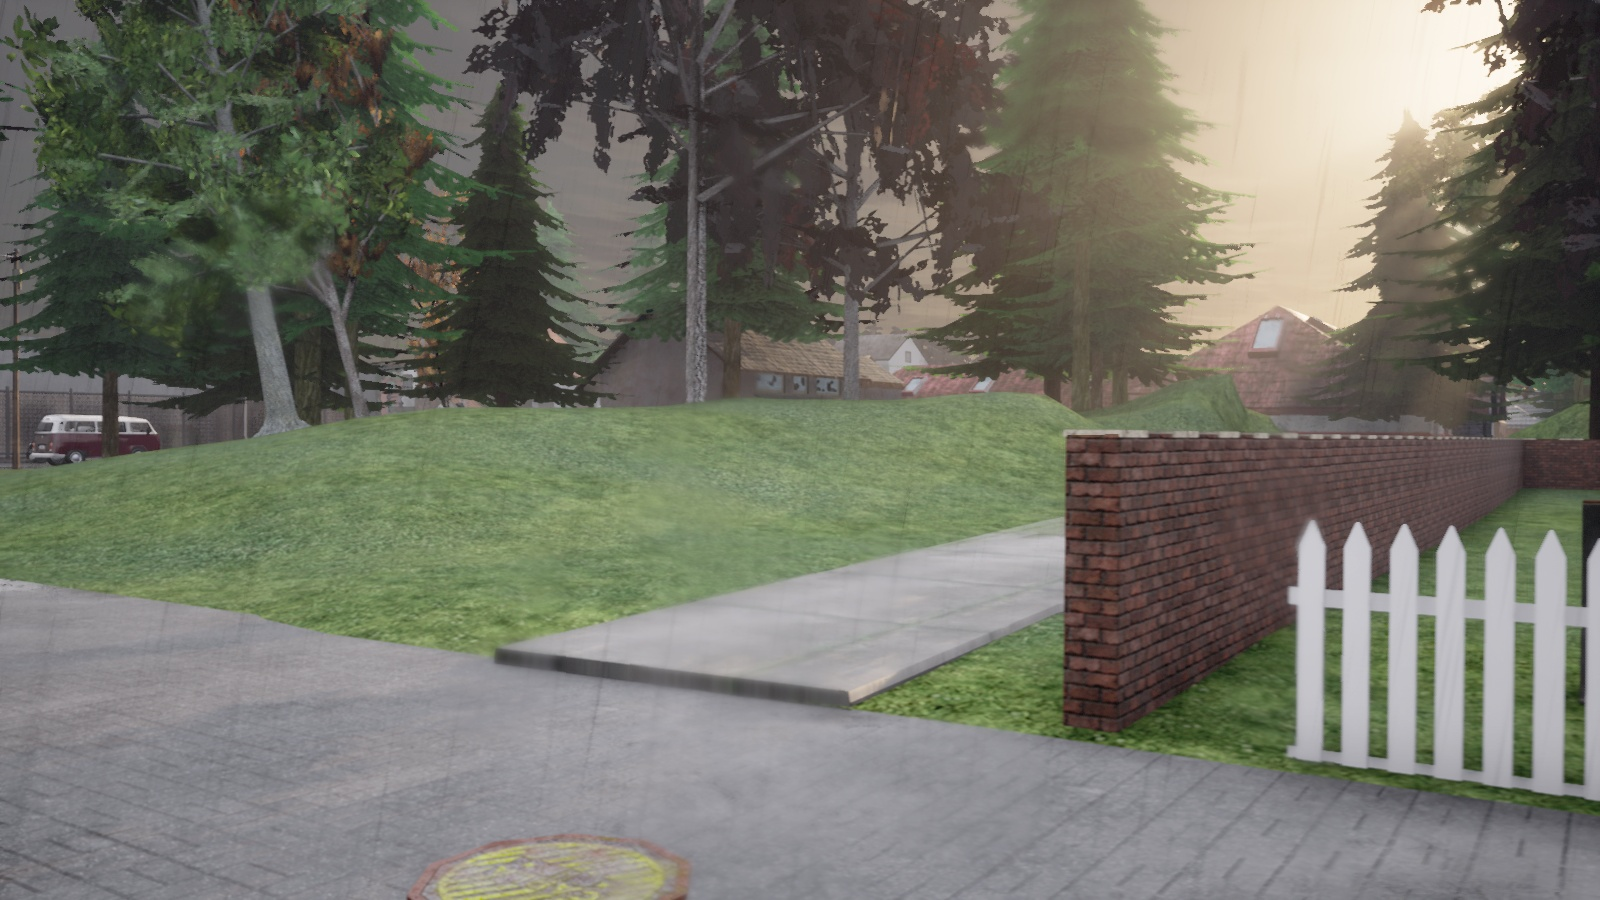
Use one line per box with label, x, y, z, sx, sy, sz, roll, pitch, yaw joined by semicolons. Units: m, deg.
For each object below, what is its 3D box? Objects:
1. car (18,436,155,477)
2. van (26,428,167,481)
car;-30.705;0.239;54.180;2.242;1.667;4.611;0;1;33
van;-28.267;0.136;50.618;2.069;2.038;4.480;0;1;34
